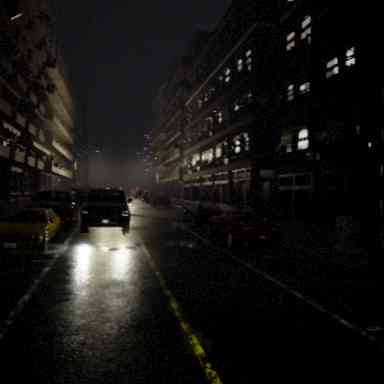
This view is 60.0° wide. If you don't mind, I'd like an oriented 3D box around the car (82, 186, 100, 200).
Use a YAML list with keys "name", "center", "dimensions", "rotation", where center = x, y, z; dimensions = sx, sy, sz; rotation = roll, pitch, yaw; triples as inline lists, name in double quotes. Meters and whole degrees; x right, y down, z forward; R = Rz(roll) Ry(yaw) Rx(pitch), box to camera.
- name: "car"
  center: [-15.000, 0.048, 49.469]
  dimensions: [2.192, 1.841, 5.009]
  rotation: [3, 0, -14]

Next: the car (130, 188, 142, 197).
- name: "car"
  center: [-11.361, 0.062, 67.404]
  dimensions: [1.967, 1.590, 4.097]
  rotation: [3, 0, -14]

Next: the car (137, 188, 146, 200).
- name: "car"
  center: [-6.014, 0.536, 45.940]
  dimensions: [1.967, 1.590, 4.097]
  rotation: [3, 0, -14]

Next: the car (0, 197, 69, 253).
- name: "car"
  center: [-5.690, 1.137, 11.733]
  dimensions: [1.752, 1.417, 4.829]
  rotation: [3, 1, -14]

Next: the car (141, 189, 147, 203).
- name: "car"
  center: [-4.701, 0.761, 40.570]
  dimensions: [1.887, 1.381, 4.507]
  rotation: [3, 1, -14]

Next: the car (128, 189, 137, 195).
- name: "car"
  center: [-14.022, -0.021, 78.143]
  dimensions: [1.802, 1.307, 4.206]
  rotation: [3, 0, -14]

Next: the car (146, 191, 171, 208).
- name: "car"
  center: [-3.375, 0.884, 35.203]
  dimensions: [1.887, 1.381, 4.507]
  rotation: [3, 1, -14]

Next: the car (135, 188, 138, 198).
- name: "car"
  center: [-8.700, 0.170, 56.665]
  dimensions: [2.192, 1.841, 5.009]
  rotation: [3, 0, -14]

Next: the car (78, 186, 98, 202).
- name: "car"
  center: [-13.674, 0.168, 44.102]
  dimensions: [2.192, 1.841, 5.009]
  rotation: [3, 0, -14]

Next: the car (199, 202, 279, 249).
- name: "car"
  center: [1.928, 1.395, 13.730]
  dimensions: [1.887, 1.381, 4.507]
  rotation: [3, 1, -14]

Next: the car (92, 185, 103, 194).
- name: "car"
  center: [-21.633, -0.529, 76.308]
  dimensions: [2.192, 1.841, 5.009]
  rotation: [3, 0, -14]

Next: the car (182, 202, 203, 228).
- name: "car"
  center: [0.602, 1.270, 19.099]
  dimensions: [2.008, 1.369, 4.403]
  rotation: [3, 1, -14]

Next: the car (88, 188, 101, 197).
- name: "car"
  center: [-17.668, 0.061, 60.208]
  dimensions: [1.947, 1.339, 4.313]
  rotation: [3, 0, -14]

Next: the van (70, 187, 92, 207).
- name: "van"
  center: [-11.024, 0.438, 33.367]
  dimensions: [1.690, 1.788, 3.998]
  rotation: [3, 0, -14]

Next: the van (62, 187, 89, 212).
- name: "van"
  center: [-9.697, 0.562, 27.998]
  dimensions: [1.690, 1.788, 3.998]
  rotation: [3, 1, -14]

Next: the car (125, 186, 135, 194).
- name: "car"
  center: [-16.661, -0.504, 88.878]
  dimensions: [2.192, 1.841, 5.009]
  rotation: [3, 0, -14]

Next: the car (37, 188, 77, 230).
- name: "car"
  center: [-7.044, 0.792, 17.264]
  dimensions: [2.192, 1.841, 5.009]
  rotation: [3, 1, -14]

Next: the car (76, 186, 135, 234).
- name: "car"
  center: [-4.268, 0.805, 16.626]
  dimensions: [2.150, 2.045, 5.566]
  rotation: [2, 1, -14]
